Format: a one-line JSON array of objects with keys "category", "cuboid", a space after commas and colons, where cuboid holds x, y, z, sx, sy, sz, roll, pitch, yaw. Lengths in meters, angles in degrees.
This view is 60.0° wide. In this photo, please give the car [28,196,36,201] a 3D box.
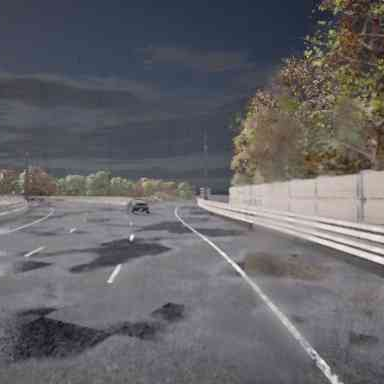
[{"category": "car", "cuboid": [-42.177, 1.677, 83.865, 5.357, 1.411, 2.033, 0, 0, 38]}]

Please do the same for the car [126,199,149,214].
[{"category": "car", "cuboid": [-5.836, 1.526, 35.533, 1.837, 1.490, 4.892, 0, 0, -18]}]

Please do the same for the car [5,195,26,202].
[{"category": "car", "cuboid": [-41.610, 1.677, 78.671, 5.357, 1.411, 2.033, 0, 0, 41]}]

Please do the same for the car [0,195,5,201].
[{"category": "car", "cuboid": [-44.932, 1.679, 81.596, 5.357, 1.411, 2.033, 0, 0, 38]}]
